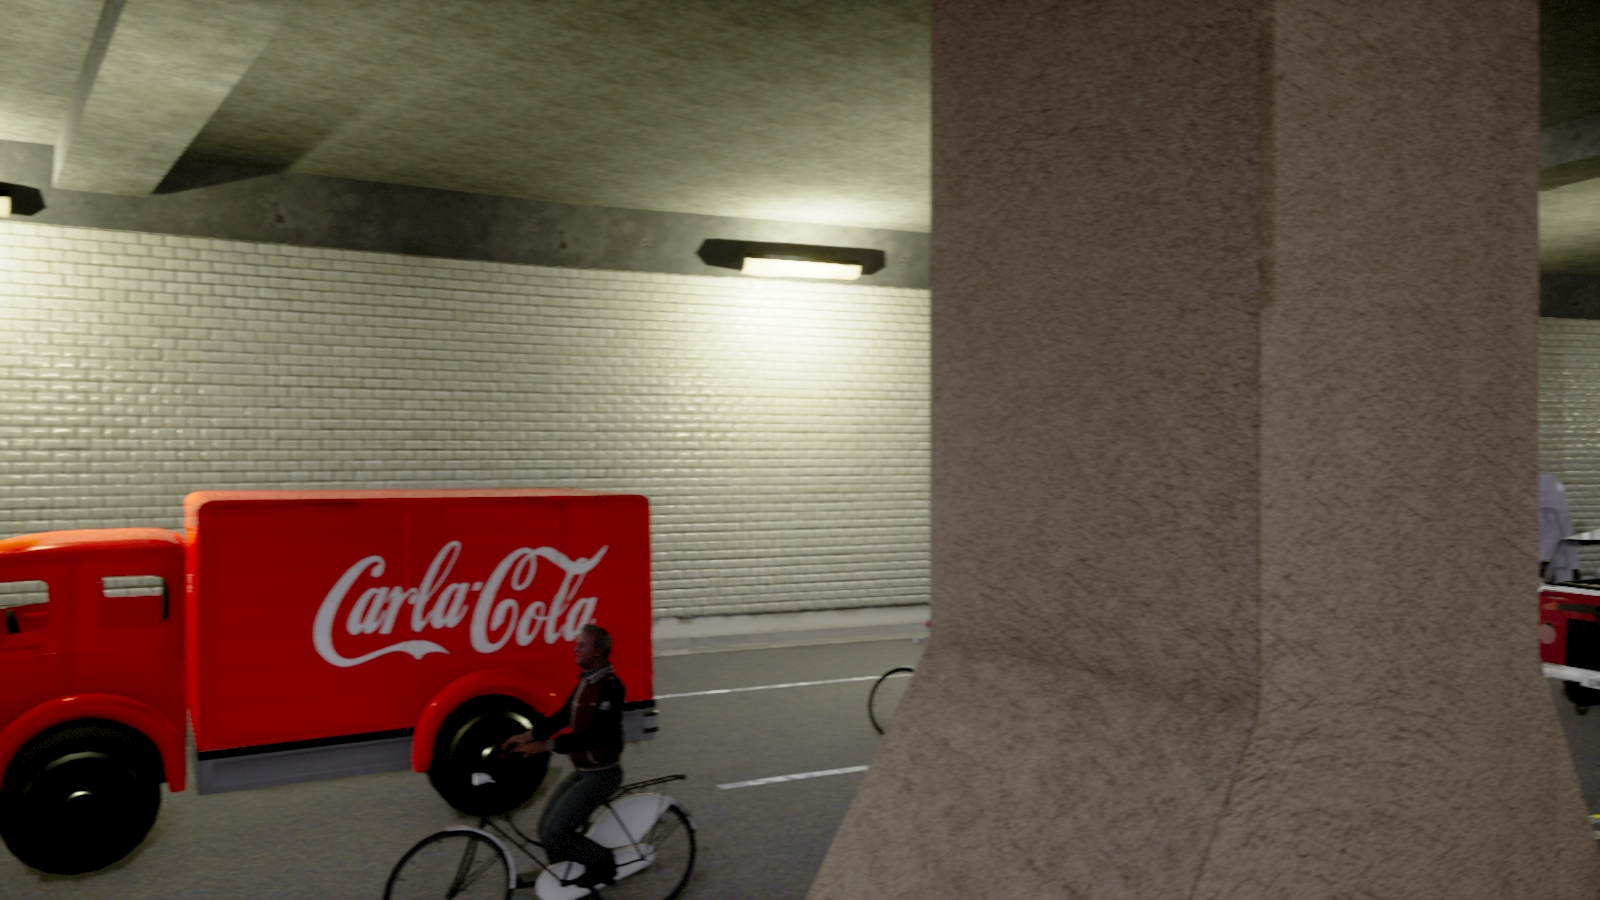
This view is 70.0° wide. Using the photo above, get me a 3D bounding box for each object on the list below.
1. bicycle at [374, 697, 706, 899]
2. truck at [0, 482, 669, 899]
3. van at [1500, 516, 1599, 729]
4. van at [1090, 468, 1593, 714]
[{"bbox_3d":[-1.442,2.166,6.533,1.835,1.251,0.329,0,0,-30],"label":"bicycle"},{"bbox_3d":[-3.981,1.562,9.151,5.204,2.467,2.627,0,0,-30],"label":"truck"},{"bbox_3d":[10.035,1.780,12.428,4.480,2.038,2.069,0,0,-27],"label":"van"},{"bbox_3d":[6.687,1.530,14.089,5.915,2.561,1.988,0,0,-19],"label":"van"}]
